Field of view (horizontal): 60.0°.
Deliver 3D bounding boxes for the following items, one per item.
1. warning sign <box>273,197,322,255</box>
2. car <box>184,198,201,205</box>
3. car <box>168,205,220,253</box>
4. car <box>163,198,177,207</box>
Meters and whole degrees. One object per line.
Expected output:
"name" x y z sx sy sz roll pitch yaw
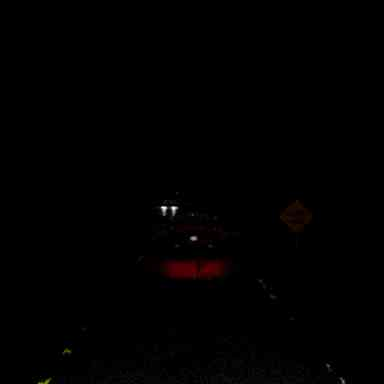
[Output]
"warning sign" 3.559 1.119 11.356 1.300 1.860 1.060 1 1 0
"car" 0.062 1.527 29.094 1.837 1.490 4.892 0 0 0
"car" 0.064 1.483 13.850 1.882 1.535 5.008 0 -1 0
"car" -3.579 1.607 52.734 1.812 1.442 4.674 0 0 0
